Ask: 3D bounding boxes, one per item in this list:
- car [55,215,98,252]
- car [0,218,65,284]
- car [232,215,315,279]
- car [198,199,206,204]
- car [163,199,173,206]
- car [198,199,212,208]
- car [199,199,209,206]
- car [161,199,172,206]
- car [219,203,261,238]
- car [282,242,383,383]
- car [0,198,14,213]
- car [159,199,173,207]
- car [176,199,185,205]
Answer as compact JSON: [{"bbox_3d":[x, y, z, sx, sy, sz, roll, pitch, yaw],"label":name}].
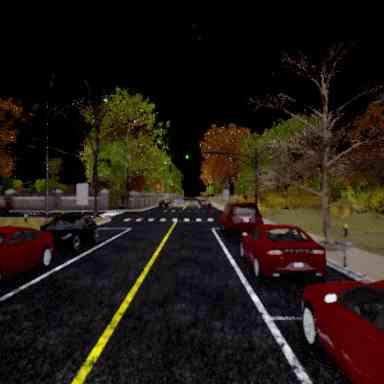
[{"bbox_3d":[-5.396,1.715,14.559,1.947,1.339,4.313,-1,-1,0],"label":"car"},{"bbox_3d":[-5.324,1.637,9.016,1.887,1.381,4.507,-1,-1,0],"label":"car"},{"bbox_3d":[2.571,1.649,10.263,1.887,1.381,4.507,-1,-1,0],"label":"car"},{"bbox_3d":[2.558,2.449,86.596,1.947,1.339,4.313,-1,-1,0],"label":"car"},{"bbox_3d":[-5.322,2.332,75.223,1.947,1.339,4.313,-1,-1,0],"label":"car"},{"bbox_3d":[2.611,2.059,60.833,1.967,1.590,4.097,-1,-1,0],"label":"car"},{"bbox_3d":[2.558,2.252,69.532,1.887,1.381,4.507,-1,-1,0],"label":"car"},{"bbox_3d":[-5.323,2.274,69.535,1.947,1.339,4.313,-1,-1,0],"label":"car"},{"bbox_3d":[2.683,1.508,18.901,2.192,1.841,5.009,-1,-1,0],"label":"car"},{"bbox_3d":[2.556,1.581,3.503,1.887,1.381,4.507,-1,-1,0],"label":"car"},{"bbox_3d":[-25.673,1.746,42.821,5.009,1.841,2.192,0,0,-1],"label":"car"},{"bbox_3d":[-5.325,2.216,63.848,1.947,1.339,4.313,-1,-1,0],"label":"car"},{"bbox_3d":[-2.748,2.410,79.961,1.895,1.301,4.718,0,-1,0],"label":"car"}]
